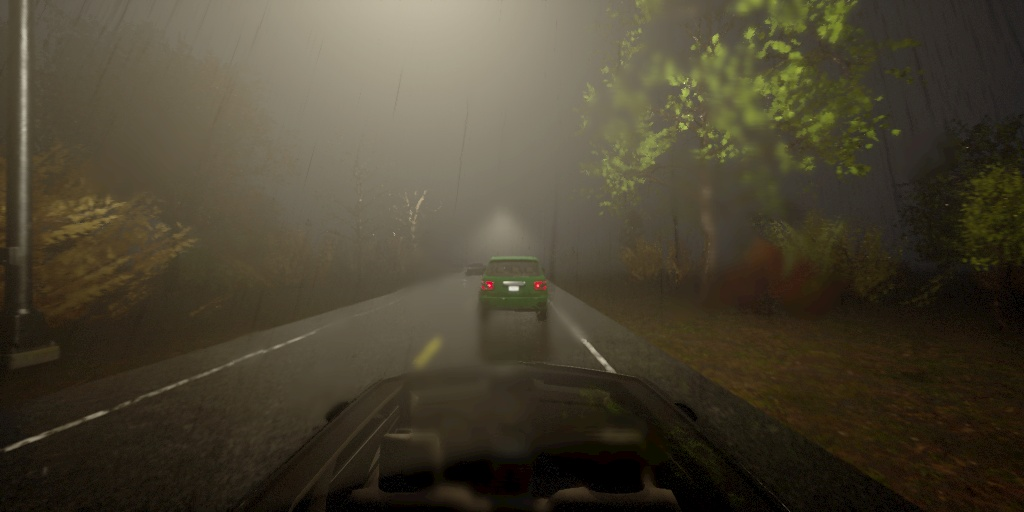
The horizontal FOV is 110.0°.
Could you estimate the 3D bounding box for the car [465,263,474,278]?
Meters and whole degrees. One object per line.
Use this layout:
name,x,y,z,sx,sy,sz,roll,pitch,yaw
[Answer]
car,-3.763,1.420,37.841,1.882,1.535,5.008,0,0,-1

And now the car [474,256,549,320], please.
car,0.063,1.036,13.013,2.150,2.045,5.566,0,0,0
